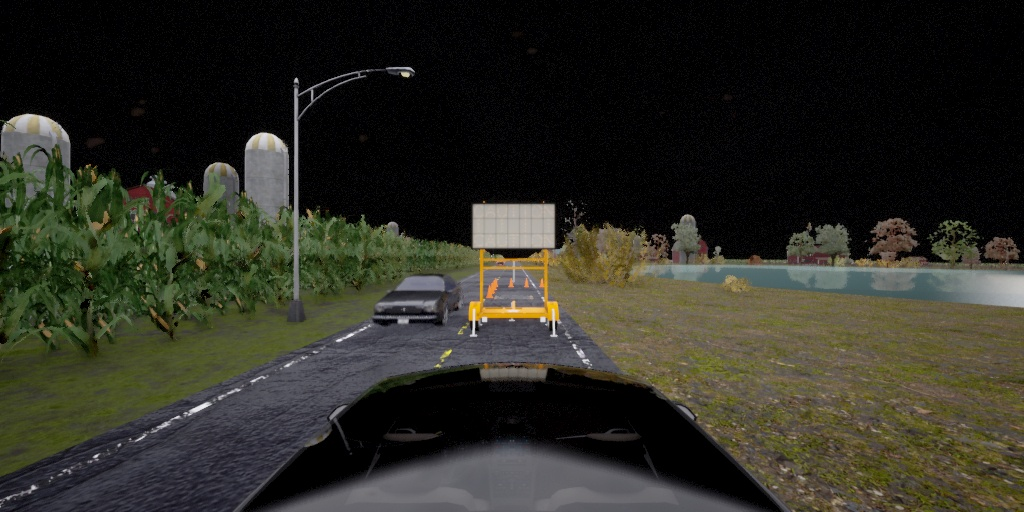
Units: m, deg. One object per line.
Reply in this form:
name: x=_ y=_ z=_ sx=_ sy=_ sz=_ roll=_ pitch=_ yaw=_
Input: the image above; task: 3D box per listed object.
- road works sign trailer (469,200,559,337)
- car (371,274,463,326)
road works sign trailer: x=0.051 y=0.217 z=10.295 sx=2.380 sy=3.560 sz=2.880 roll=0 pitch=0 yaw=0
car: x=-2.791 y=1.301 z=11.892 sx=2.033 sy=1.411 sz=5.357 roll=0 pitch=0 yaw=0
